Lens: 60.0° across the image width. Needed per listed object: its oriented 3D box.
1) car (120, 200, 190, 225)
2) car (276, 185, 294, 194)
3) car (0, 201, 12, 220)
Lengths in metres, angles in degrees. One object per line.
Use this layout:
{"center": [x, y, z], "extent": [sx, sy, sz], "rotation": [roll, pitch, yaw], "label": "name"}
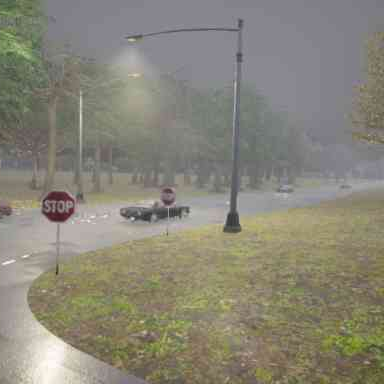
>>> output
{"center": [-2.150, 1.164, 20.914], "extent": [1.895, 1.301, 4.718], "rotation": [4, 4, 35], "label": "car"}
{"center": [16.685, -0.526, 59.490], "extent": [1.882, 1.535, 5.008], "rotation": [4, 5, 35], "label": "car"}
{"center": [-12.494, 0.986, 18.372], "extent": [1.812, 1.442, 4.674], "rotation": [4, 4, 35], "label": "car"}
